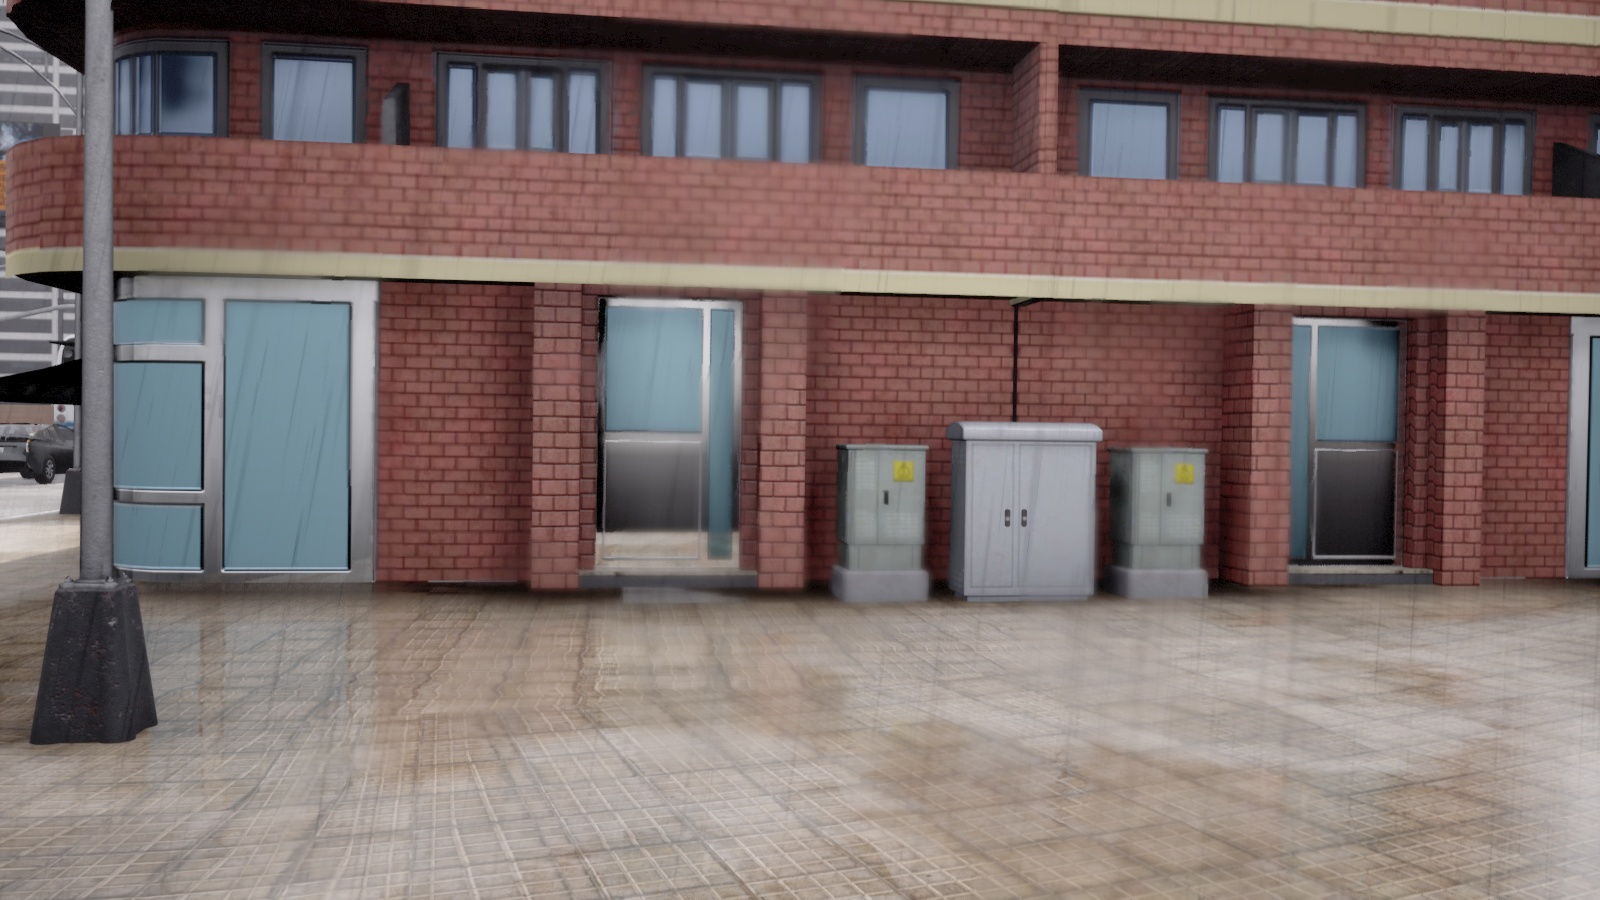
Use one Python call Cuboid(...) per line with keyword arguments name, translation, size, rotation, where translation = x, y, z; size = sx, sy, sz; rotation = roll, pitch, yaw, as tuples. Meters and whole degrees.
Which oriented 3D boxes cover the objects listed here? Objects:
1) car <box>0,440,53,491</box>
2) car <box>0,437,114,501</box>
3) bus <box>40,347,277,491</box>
Cuboid(name="car", translation=(-25.110, 0.447, 39.398), size=(2.163, 1.488, 4.792), rotation=(-1, 1, -22))
Cuboid(name="car", translation=(-19.881, 0.454, 32.750), size=(2.007, 1.525, 4.514), rotation=(-1, 1, -8))
Cuboid(name="bus", translation=(-21.278, -1.012, 42.636), size=(3.944, 4.253, 10.273), rotation=(-1, 1, -8))
